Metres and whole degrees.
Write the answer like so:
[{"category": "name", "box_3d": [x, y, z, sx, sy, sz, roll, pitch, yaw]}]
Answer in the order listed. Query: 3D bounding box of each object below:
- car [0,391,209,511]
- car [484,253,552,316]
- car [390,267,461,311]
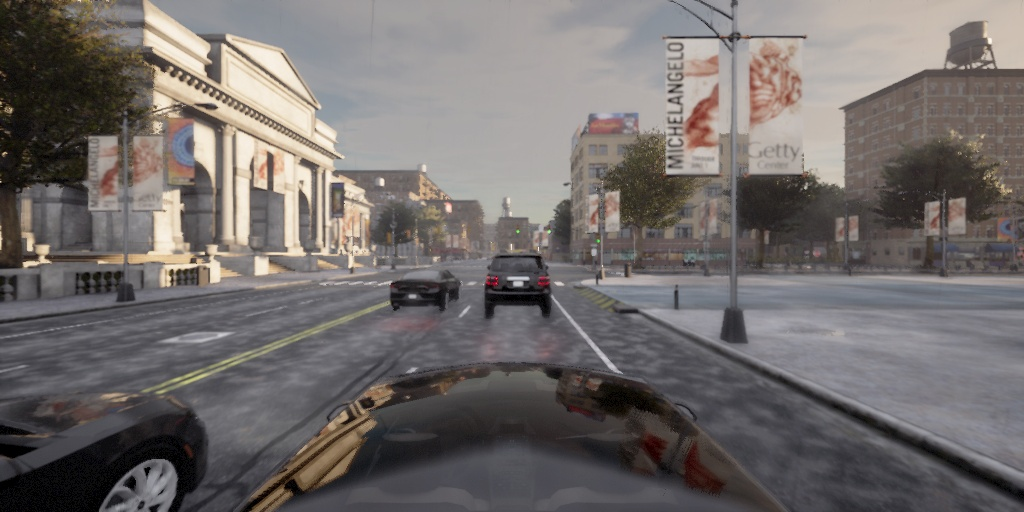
[{"category": "car", "box_3d": [-3.273, 1.251, 0.846, 1.837, 1.490, 4.892, 0, -1, -2]}, {"category": "car", "box_3d": [0.214, 0.927, 13.338, 2.150, 2.045, 5.566, 0, 0, 1]}, {"category": "car", "box_3d": [-3.261, 1.179, 14.328, 1.882, 1.535, 5.008, 0, 0, 1]}]
